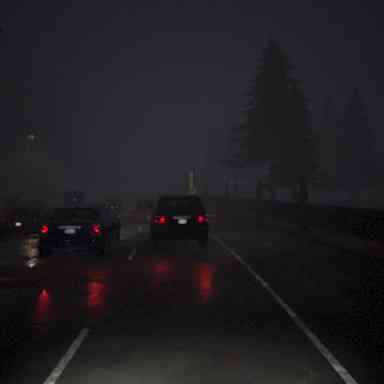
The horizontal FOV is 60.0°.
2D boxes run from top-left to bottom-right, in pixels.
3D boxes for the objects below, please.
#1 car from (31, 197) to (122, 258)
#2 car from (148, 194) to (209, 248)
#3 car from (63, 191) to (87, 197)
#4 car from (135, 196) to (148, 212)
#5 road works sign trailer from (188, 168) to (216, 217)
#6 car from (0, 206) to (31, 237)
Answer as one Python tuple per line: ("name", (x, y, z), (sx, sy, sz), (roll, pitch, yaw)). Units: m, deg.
("car", (-3.975, 1.230, 12.487), (2.097, 1.767, 4.553), (0, 1, -5))
("car", (-0.691, 1.089, 14.392), (2.150, 2.045, 5.566), (0, 1, -8))
("car", (-12.177, 0.880, 34.554), (2.150, 2.045, 5.566), (0, 0, -19))
("car", (-4.713, 1.151, 33.500), (1.882, 1.535, 5.008), (1, 1, -12))
("road works sign trailer", (0.169, 0.261, 21.648), (2.880, 3.560, 2.380), (0, 1, -9))
("car", (-8.037, 1.397, 16.901), (1.994, 1.385, 4.181), (0, 1, -8))
